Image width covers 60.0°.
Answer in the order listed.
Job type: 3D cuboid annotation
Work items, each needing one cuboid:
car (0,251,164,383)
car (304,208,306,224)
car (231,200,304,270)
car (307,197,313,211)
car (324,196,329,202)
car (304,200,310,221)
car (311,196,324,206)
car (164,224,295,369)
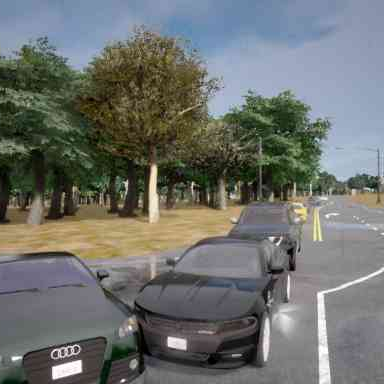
[{"bbox_3d":[-2.319,1.643,4.992,1.994,1.385,4.181,1,-2,-33],"label":"car"},{"bbox_3d":[5.054,1.774,18.346,1.895,1.301,4.718,-1,0,21],"label":"car"},{"bbox_3d":[2.836,1.459,12.438,2.150,2.045,5.566,-2,0,20],"label":"car"},{"bbox_3d":[13.684,1.749,41.338,1.812,1.442,4.674,-1,0,21],"label":"car"},{"bbox_3d":[31.753,1.627,80.062,1.812,1.442,4.674,-1,0,22],"label":"car"},{"bbox_3d":[8.321,1.670,27.131,1.882,1.535,5.008,-1,0,20],"label":"car"},{"bbox_3d":[21.393,1.566,58.410,2.097,1.767,4.553,-1,0,28],"label":"car"},{"bbox_3d":[0.725,1.613,6.295,1.882,1.535,5.008,-1,-2,21],"label":"car"}]
